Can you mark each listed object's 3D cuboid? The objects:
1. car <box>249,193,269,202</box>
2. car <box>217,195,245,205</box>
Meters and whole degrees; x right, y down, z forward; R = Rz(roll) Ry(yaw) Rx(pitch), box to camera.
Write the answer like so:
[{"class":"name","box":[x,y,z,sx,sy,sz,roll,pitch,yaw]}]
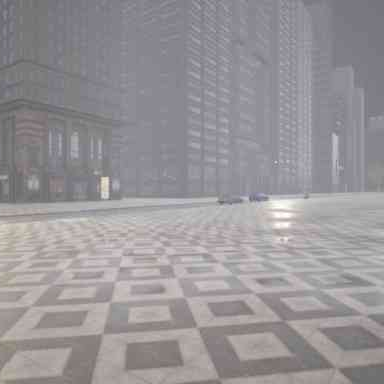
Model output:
[{"class":"car","box":[11.160,0.905,55.108,1.882,1.535,5.008,0,1,35]},{"class":"car","box":[5.544,1.063,47.133,2.033,1.411,5.357,0,1,36]}]
